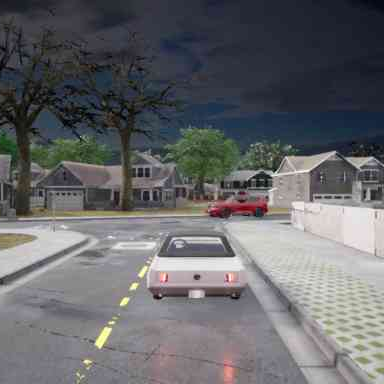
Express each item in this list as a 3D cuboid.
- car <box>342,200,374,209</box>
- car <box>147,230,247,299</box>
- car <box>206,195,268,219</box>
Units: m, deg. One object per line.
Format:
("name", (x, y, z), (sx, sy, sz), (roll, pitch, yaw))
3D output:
("car", (15.779, 1.596, 33.206), (4.892, 1.490, 1.837), (1, 0, -18))
("car", (0.097, 1.602, 8.374), (1.895, 1.301, 4.718), (0, 0, 0))
("car", (3.973, 1.258, 29.018), (5.566, 2.045, 2.150), (0, 0, -22))
